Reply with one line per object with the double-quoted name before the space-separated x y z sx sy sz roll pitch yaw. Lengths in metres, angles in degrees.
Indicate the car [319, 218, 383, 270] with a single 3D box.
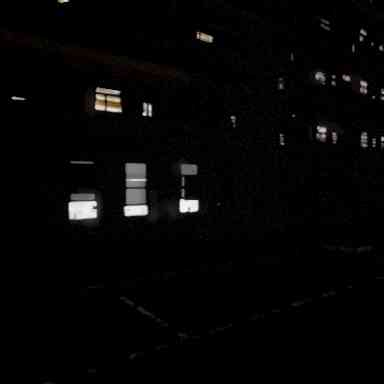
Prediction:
"car" 5.853 1.527 10.702 4.206 1.307 1.802 0 -1 -35
